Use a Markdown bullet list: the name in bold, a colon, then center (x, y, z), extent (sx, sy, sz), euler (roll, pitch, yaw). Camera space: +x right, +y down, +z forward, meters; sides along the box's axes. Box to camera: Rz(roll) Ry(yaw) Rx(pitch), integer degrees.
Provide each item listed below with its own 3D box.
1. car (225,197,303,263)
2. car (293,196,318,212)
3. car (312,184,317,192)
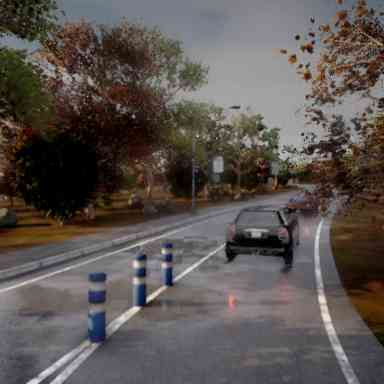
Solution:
- **car**: center (2.716, 1.269, 12.125), extent (2.097, 1.767, 4.553), euler (0, 1, 21)
- **car**: center (8.477, 0.936, 25.515), extent (1.895, 1.301, 4.718), euler (-1, 2, 27)
- **car**: center (23.365, -0.846, 61.552), extent (1.812, 1.442, 4.674), euler (0, 2, 25)
